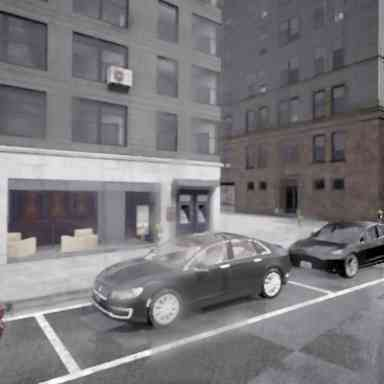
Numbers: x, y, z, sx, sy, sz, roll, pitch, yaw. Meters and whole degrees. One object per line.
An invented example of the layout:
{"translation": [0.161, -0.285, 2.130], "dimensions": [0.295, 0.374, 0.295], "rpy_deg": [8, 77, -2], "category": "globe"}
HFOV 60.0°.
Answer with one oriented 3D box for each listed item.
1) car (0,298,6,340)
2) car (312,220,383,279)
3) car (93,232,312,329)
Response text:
{"translation": [-4.429, 1.579, 3.610], "dimensions": [4.206, 1.307, 1.802], "rpy_deg": [0, 1, -35], "category": "car"}
{"translation": [4.837, 1.578, 10.159], "dimensions": [4.313, 1.339, 1.947], "rpy_deg": [0, 1, -35], "category": "car"}
{"translation": [0.204, 1.556, 6.884], "dimensions": [4.403, 1.369, 2.008], "rpy_deg": [0, 1, -35], "category": "car"}
